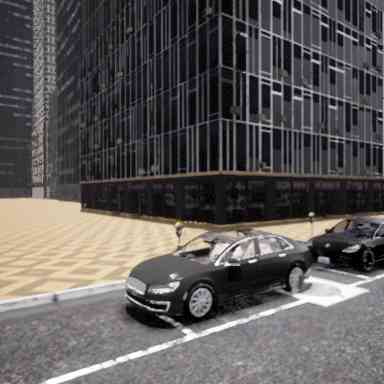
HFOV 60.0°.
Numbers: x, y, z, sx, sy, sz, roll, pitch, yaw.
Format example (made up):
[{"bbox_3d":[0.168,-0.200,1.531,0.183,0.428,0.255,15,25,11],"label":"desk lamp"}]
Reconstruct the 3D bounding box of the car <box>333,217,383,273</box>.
[{"bbox_3d":[5.402,1.483,10.416,4.313,1.339,1.947,-1,1,-36],"label":"car"}]

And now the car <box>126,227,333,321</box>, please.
[{"bbox_3d":[0.766,1.514,7.106,4.403,1.369,2.008,-1,0,-36],"label":"car"}]
